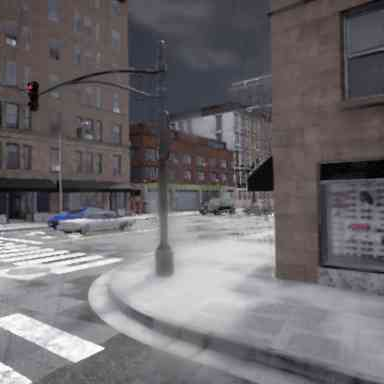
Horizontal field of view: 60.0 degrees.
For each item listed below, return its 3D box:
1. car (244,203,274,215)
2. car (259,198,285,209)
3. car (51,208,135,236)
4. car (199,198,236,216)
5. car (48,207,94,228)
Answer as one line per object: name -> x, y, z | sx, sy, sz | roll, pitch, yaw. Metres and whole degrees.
car -> 8.228, 1.990, 40.241 | 2.033, 1.411, 5.357 | -1, -1, 36
car -> 12.402, 1.757, 51.415 | 2.128, 1.511, 4.902 | -1, -1, 36
car -> -5.889, 1.889, 20.724 | 1.895, 1.301, 4.718 | -1, -1, 35
car -> 3.031, 1.703, 38.627 | 2.150, 2.045, 5.566 | -1, -1, 36
car -> -7.743, 1.841, 23.746 | 1.882, 1.535, 5.008 | -1, -1, 36
